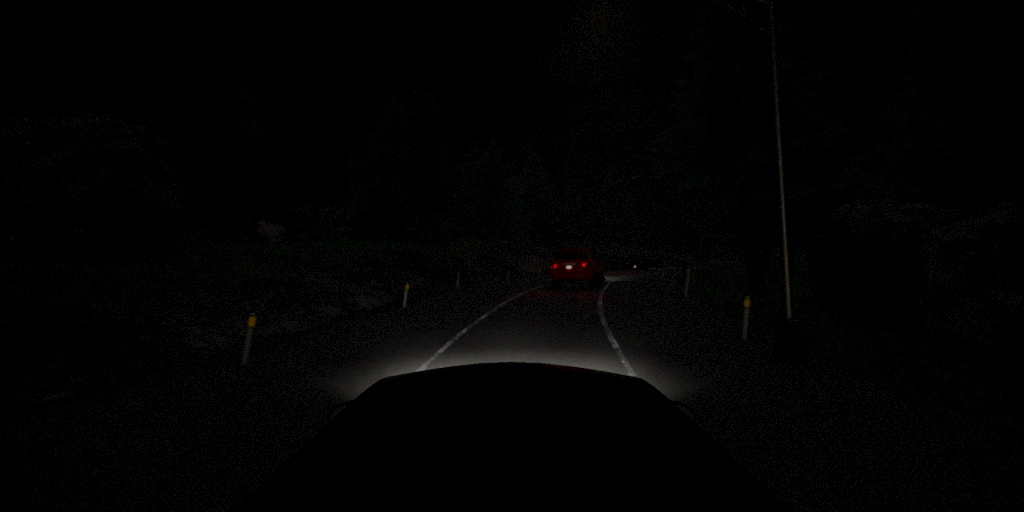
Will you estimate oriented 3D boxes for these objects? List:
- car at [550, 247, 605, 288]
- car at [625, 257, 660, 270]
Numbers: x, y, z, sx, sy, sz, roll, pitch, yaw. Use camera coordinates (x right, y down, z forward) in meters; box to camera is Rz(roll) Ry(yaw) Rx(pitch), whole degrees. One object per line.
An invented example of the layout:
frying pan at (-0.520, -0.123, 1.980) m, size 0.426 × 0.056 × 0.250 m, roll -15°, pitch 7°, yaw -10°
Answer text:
car at (3.693, 0.570, 19.669) m, size 2.150 × 2.045 × 5.566 m, roll -2°, pitch 1°, yaw 21°
car at (13.078, 0.710, 35.687) m, size 1.895 × 1.301 × 4.718 m, roll -4°, pitch -2°, yaw 40°
